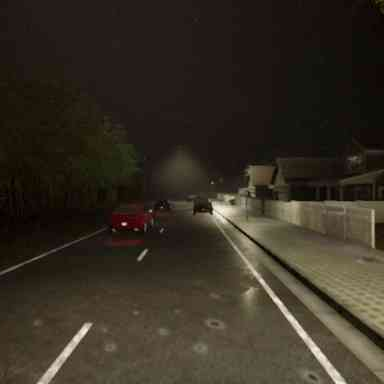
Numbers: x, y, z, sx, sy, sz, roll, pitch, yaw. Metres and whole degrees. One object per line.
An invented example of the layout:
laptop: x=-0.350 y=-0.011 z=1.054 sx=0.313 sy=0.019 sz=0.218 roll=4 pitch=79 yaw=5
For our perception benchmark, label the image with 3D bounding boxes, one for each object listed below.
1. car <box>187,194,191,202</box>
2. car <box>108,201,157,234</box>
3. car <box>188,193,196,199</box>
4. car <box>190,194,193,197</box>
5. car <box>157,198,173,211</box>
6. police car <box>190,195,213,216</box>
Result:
car: x=0.001 y=1.381 z=68.057 sx=1.994 sy=1.385 sz=4.181 roll=0 pitch=0 yaw=0
car: x=-3.400 y=1.461 z=19.169 sx=1.882 sy=1.535 sz=5.008 roll=0 pitch=0 yaw=0
car: x=-0.002 y=1.105 z=85.490 sx=2.033 sy=1.411 sz=5.357 roll=0 pitch=0 yaw=0
car: x=1.048 y=1.444 z=48.671 sx=1.837 sy=1.490 sz=4.892 roll=0 pitch=0 yaw=0
car: x=-3.395 y=1.469 z=39.869 sx=1.837 sy=1.490 sz=4.892 roll=0 pitch=0 yaw=0
police car: x=1.049 y=1.401 z=32.783 sx=1.930 sy=1.638 sz=5.238 roll=0 pitch=0 yaw=0
